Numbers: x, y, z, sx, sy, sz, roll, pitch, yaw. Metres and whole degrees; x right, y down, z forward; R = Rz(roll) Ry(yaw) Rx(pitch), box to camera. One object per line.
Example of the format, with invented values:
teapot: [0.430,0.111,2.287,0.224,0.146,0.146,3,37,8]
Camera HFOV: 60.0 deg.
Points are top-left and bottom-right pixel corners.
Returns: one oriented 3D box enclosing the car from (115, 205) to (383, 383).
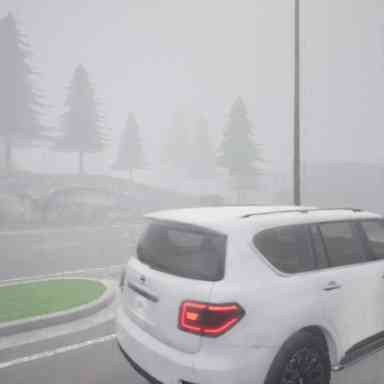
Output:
car: [1.701,1.211,4.840,5.566,2.045,2.150,0,0,-35]
